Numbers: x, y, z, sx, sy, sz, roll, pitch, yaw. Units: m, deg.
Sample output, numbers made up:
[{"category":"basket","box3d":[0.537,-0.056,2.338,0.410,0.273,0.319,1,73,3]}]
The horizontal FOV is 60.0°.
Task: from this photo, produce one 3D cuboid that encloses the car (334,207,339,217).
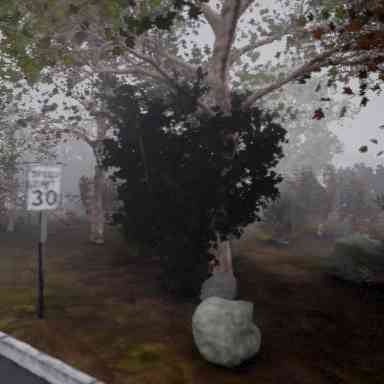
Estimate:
[{"category":"car","box3d":[17.263,2.301,38.505,2.231,1.521,4.892,0,0,35]}]
